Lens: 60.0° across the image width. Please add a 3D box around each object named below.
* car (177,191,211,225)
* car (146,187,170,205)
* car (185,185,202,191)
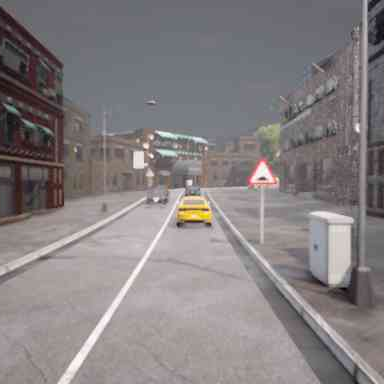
[{"bbox_3d":[0.101,0.992,19.794,1.882,1.535,5.008,0,3,0],"label":"car"},{"bbox_3d":[-3.078,0.324,31.022,2.128,1.511,4.902,0,4,0],"label":"car"},{"bbox_3d":[0.115,-0.116,38.533,2.033,1.411,5.357,0,4,1],"label":"car"}]
